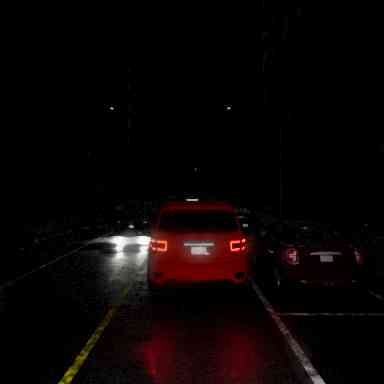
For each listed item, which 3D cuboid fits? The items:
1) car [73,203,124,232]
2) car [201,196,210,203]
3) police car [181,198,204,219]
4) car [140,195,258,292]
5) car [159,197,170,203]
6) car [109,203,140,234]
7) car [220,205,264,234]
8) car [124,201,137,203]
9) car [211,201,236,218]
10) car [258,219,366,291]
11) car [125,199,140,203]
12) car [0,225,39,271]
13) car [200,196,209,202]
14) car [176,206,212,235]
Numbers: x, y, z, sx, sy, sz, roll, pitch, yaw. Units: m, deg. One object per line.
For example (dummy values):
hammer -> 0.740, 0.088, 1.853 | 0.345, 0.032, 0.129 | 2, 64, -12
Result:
car -> -5.662, 1.567, 20.005 | 1.947, 1.339, 4.313 | 0, 0, 0
car -> 2.933, 1.580, 73.673 | 1.752, 1.417, 4.829 | 0, 0, 0
police car -> 0.014, 1.428, 30.116 | 1.930, 1.638, 5.238 | 0, 0, 0
car -> 0.108, 1.221, 9.082 | 2.150, 2.045, 5.566 | 0, 0, -1
car -> -5.604, 1.626, 68.111 | 1.802, 1.307, 4.206 | 0, 0, 0
car -> -3.080, 1.565, 18.858 | 1.994, 1.385, 4.181 | 0, 0, 0
car -> 2.863, 1.552, 20.001 | 2.008, 1.369, 4.403 | 0, 0, 0
car -> -5.660, 1.584, 25.506 | 1.802, 1.307, 4.206 | 0, 0, 0
car -> 2.869, 1.569, 31.003 | 1.947, 1.339, 4.313 | 0, 0, 0
car -> 2.858, 1.440, 8.998 | 1.967, 1.590, 4.097 | 0, 0, 0
car -> -5.657, 1.443, 31.008 | 1.967, 1.590, 4.097 | 0, 0, 0
car -> -5.667, 1.582, 9.002 | 1.802, 1.307, 4.206 | 0, 0, 0
car -> 2.946, 1.616, 78.911 | 2.008, 1.369, 4.403 | 0, 0, 0
car -> 0.108, 1.602, 19.852 | 1.895, 1.301, 4.718 | 0, 0, 0
